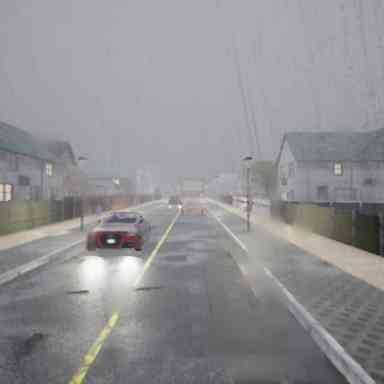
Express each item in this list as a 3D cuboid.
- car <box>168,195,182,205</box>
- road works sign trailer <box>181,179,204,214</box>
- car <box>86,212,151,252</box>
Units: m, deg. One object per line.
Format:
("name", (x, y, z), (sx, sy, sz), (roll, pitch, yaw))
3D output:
("car", (-2.777, 1.285, 55.359), (2.097, 1.767, 4.553), (0, 0, 1))
("road works sign trailer", (0.030, 0.394, 34.632), (2.380, 3.560, 2.880), (0, 0, 0))
("car", (-2.841, 1.523, 13.622), (1.994, 1.385, 4.181), (0, 0, 0))
